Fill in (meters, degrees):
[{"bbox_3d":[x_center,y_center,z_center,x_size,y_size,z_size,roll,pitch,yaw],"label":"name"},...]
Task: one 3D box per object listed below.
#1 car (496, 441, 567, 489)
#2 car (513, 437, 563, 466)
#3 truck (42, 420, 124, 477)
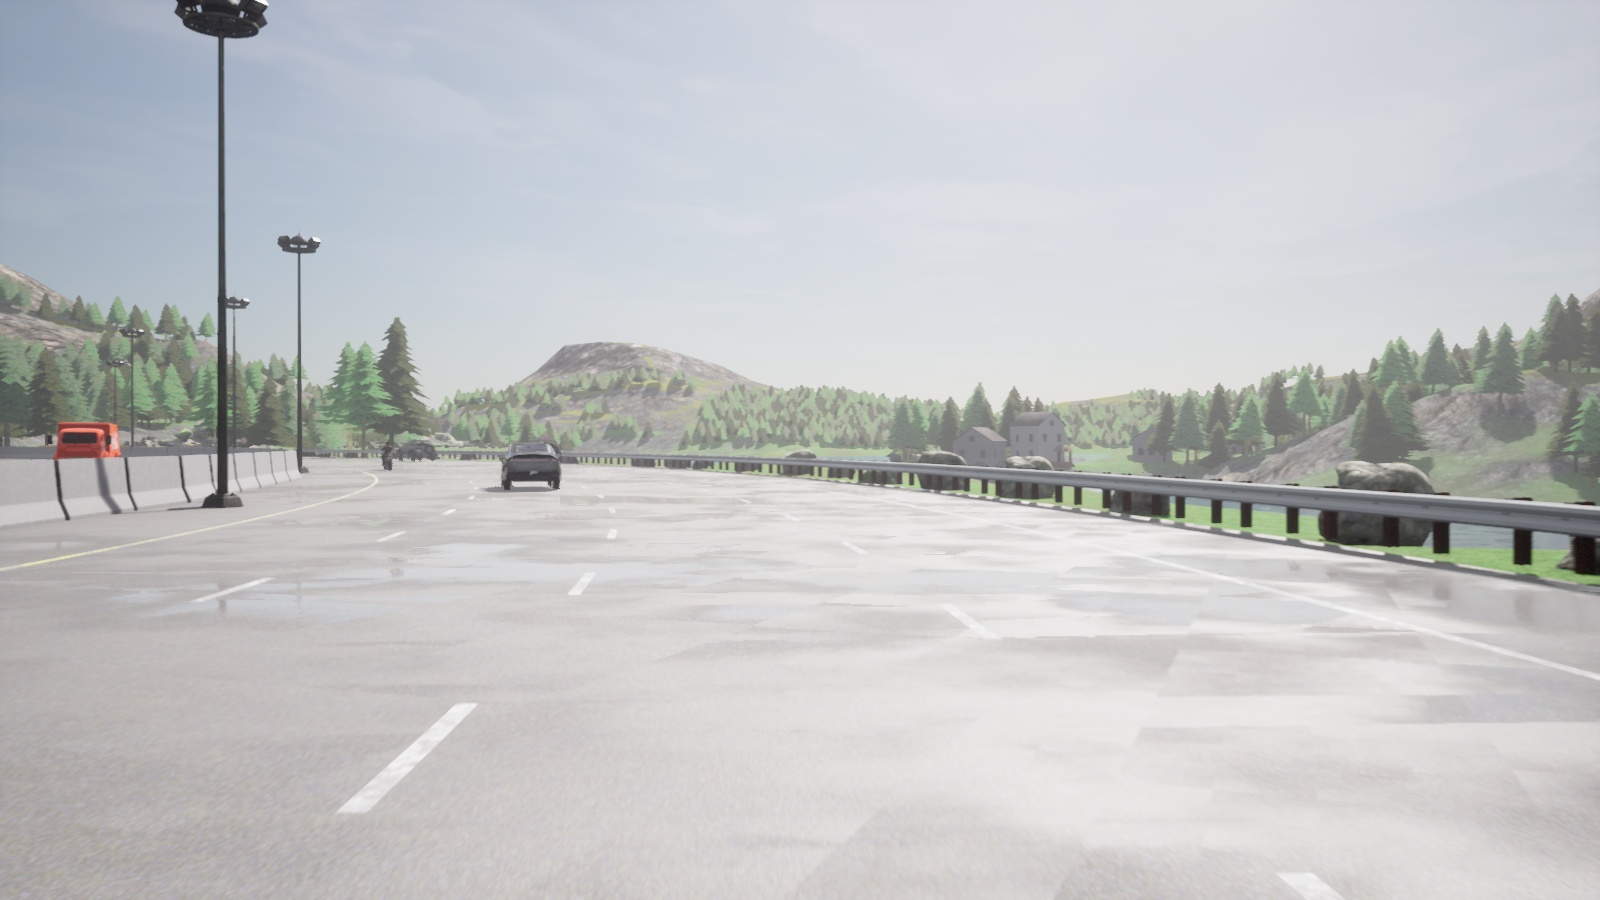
[{"bbox_3d":[-9.113,0.460,42.315,2.128,1.511,4.902,0,0,-15],"label":"car"},{"bbox_3d":[-17.104,0.095,81.722,1.932,1.855,4.605,0,0,-28],"label":"car"},{"bbox_3d":[-32.665,-0.078,57.403,2.627,2.467,5.204,0,0,-23],"label":"truck"}]
